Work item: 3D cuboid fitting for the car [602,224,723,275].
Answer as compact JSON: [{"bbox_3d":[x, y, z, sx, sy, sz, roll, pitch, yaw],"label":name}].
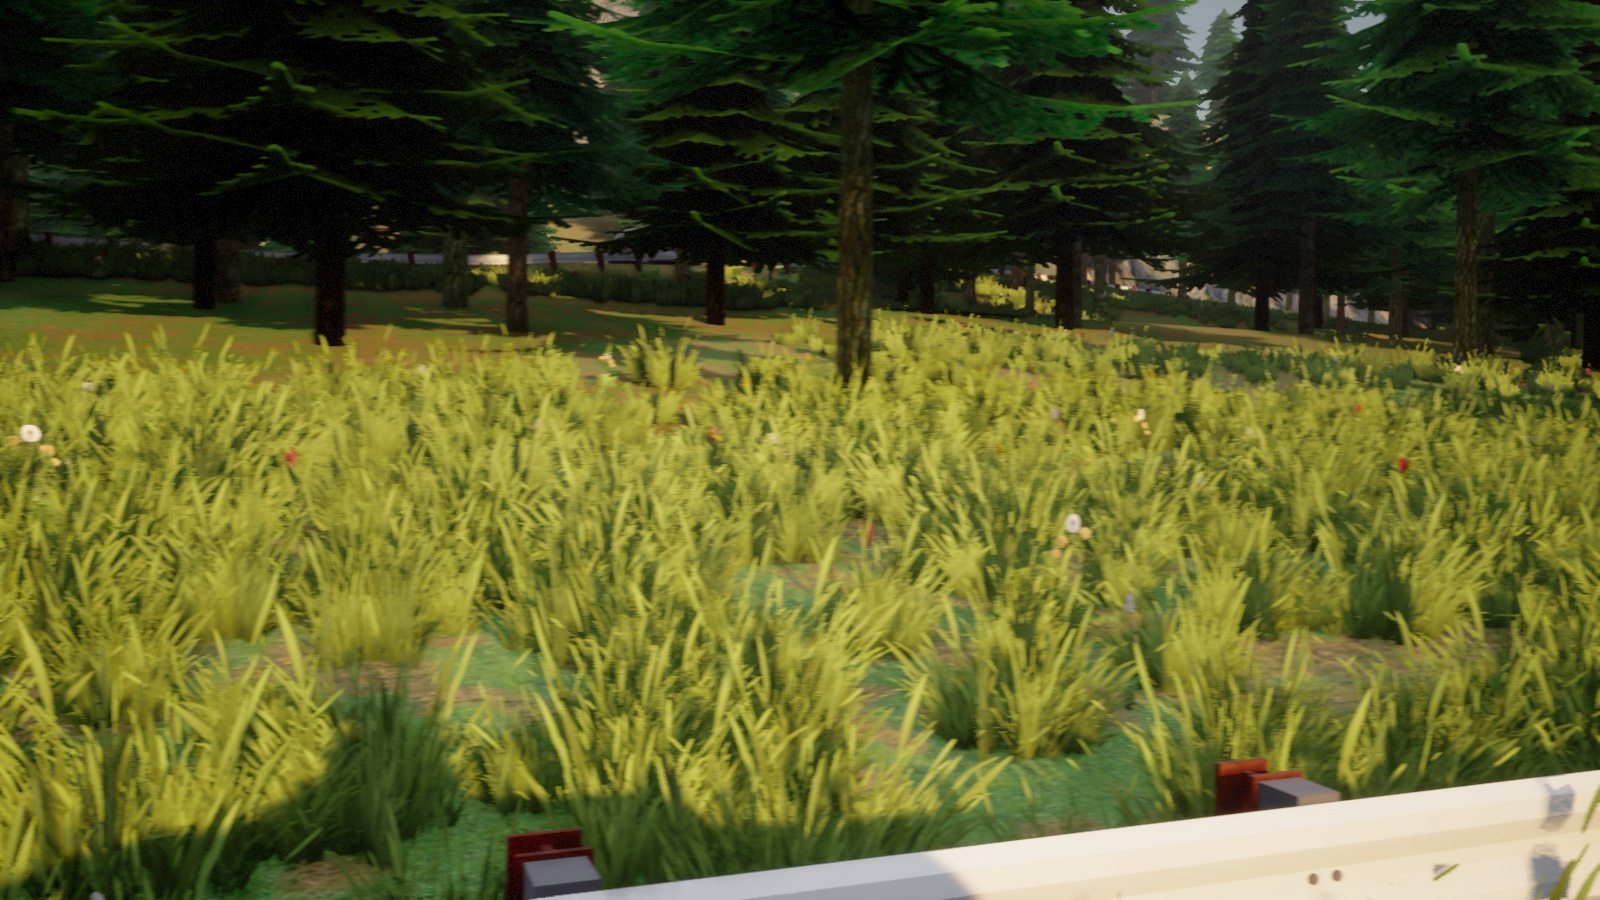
[{"bbox_3d":[-5.026,-7.324,46.184,3.988,1.617,1.851,-7,5,-41],"label":"car"}]
